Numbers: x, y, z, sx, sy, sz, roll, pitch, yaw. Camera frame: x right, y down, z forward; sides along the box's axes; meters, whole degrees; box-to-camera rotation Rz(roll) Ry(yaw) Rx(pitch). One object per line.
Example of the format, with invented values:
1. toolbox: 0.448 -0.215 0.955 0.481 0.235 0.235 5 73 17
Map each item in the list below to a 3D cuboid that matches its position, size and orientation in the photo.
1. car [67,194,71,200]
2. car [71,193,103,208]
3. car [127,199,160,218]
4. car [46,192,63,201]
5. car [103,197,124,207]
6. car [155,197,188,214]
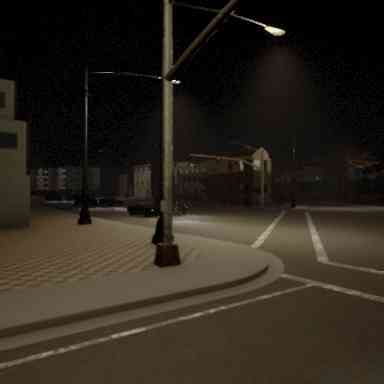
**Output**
1. car: -20.804 0.867 59.020 1.994 1.385 4.181 0 1 -35
2. car: -13.668 1.078 43.141 2.097 1.767 4.553 0 1 -36
3. car: -3.995 1.584 29.783 1.895 1.301 4.718 0 0 -37
4. car: -23.524 0.801 56.799 1.837 1.490 4.892 0 1 -35
5. car: -11.036 1.327 45.471 1.895 1.301 4.718 0 1 -36
6. car: -2.373 1.329 33.521 2.097 1.767 4.553 0 0 -36
